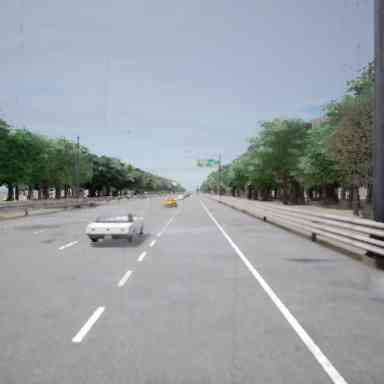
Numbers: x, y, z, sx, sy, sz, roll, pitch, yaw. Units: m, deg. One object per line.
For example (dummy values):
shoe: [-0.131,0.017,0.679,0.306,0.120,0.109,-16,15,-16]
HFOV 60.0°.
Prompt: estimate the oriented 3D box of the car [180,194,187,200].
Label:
car: [-3.032,1.545,92.180,1.812,1.442,4.674,0,0,0]

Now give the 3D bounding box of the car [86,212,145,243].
car: [-3.484,1.610,16.093,1.895,1.301,4.718,0,0,0]

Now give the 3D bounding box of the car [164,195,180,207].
car: [-3.337,1.509,52.983,1.882,1.535,5.008,0,0,0]
